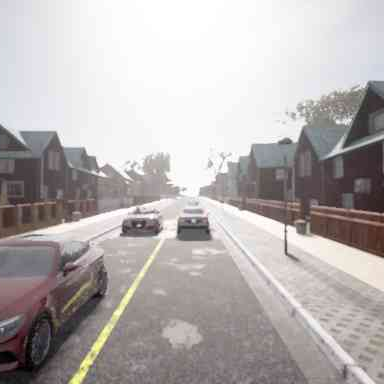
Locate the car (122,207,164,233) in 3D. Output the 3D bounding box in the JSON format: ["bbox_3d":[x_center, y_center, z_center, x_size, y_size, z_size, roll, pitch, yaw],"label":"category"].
[{"bbox_3d":[-2.767,1.560,19.396,1.994,1.385,4.181,0,0,1],"label":"car"}]

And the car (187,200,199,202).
[{"bbox_3d":[0.075,1.561,34.510,2.033,1.411,5.357,0,0,0],"label":"car"}]

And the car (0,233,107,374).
[{"bbox_3d":[-2.803,1.521,5.796,1.812,1.442,4.674,0,0,0],"label":"car"}]

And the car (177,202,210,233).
[{"bbox_3d":[0.074,1.543,19.561,2.033,1.411,5.357,0,0,0],"label":"car"}]
